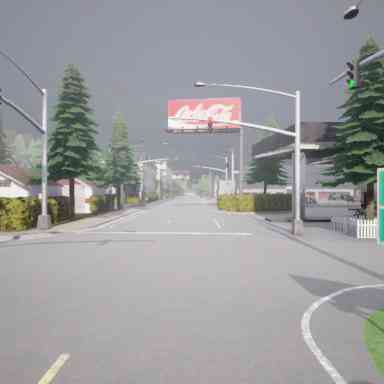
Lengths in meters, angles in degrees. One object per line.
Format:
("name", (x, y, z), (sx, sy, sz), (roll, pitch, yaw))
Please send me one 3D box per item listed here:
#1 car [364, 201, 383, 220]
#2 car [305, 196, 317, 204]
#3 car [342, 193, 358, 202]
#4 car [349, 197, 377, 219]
("car", (18.704, 1.672, 30.605), (4.611, 1.667, 2.242), (0, 0, 0))
("car", (22.521, 1.552, 64.001), (1.970, 1.475, 3.806), (0, 0, 0))
("car", (34.927, 1.489, 71.789), (2.007, 1.523, 4.514), (0, 0, 0))
("car", (14.376, 1.505, 24.936), (3.866, 1.878, 1.905), (0, 0, 0))
